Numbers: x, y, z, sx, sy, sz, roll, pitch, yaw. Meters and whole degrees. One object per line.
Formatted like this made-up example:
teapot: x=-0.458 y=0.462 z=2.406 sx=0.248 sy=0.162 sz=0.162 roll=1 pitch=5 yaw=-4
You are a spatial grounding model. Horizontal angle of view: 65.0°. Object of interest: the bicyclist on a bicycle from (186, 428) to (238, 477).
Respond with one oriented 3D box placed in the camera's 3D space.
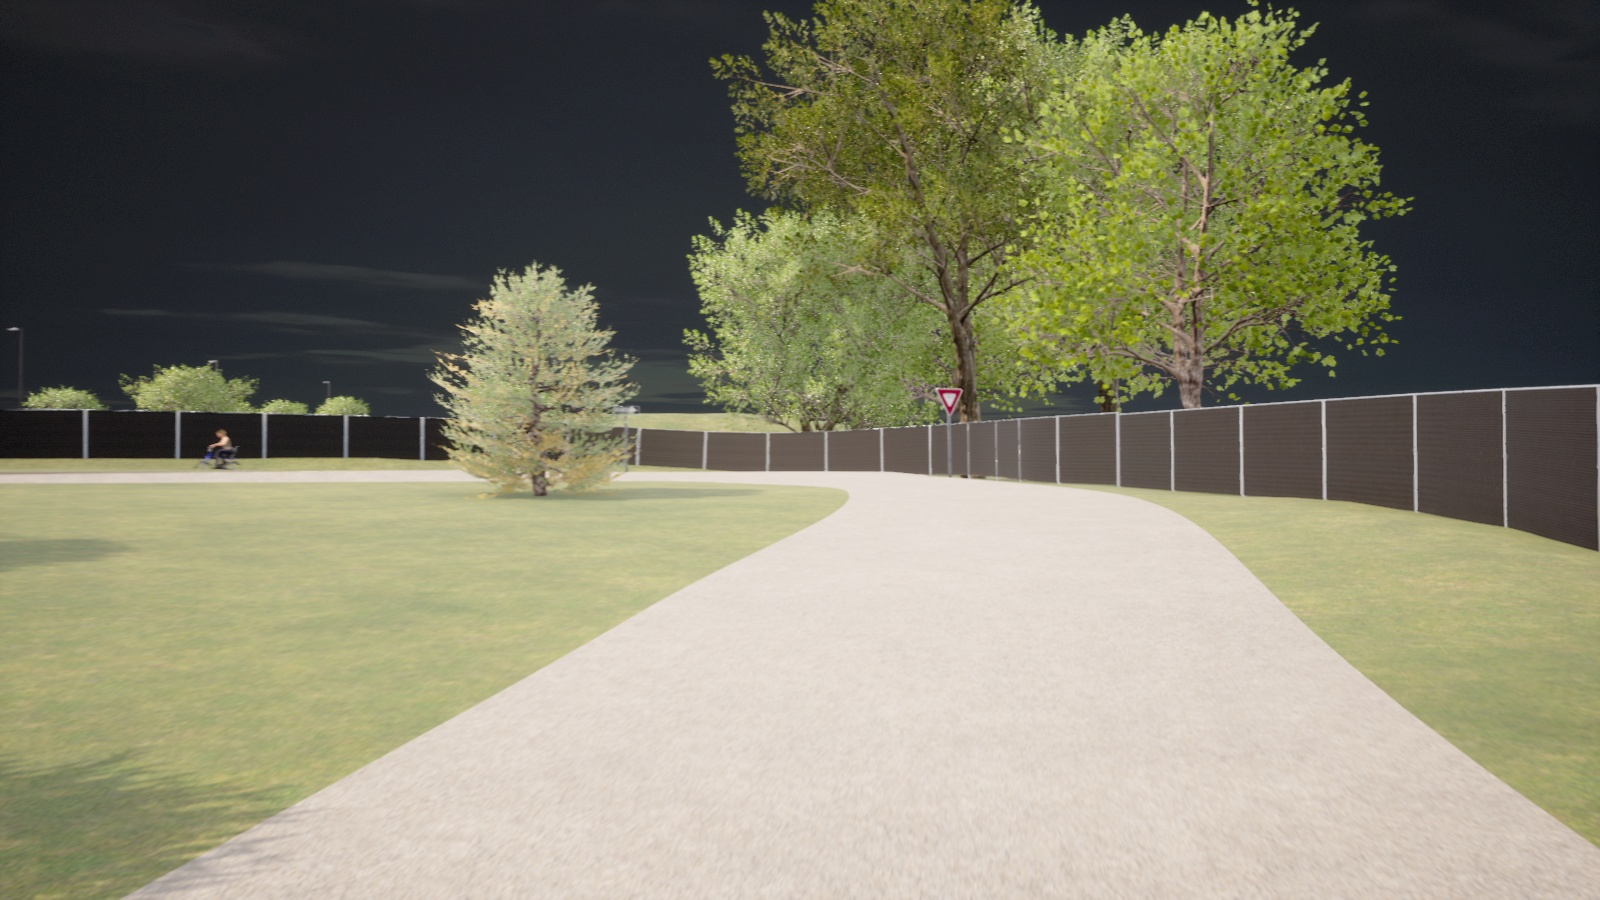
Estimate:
bicyclist on a bicycle: x=-19.996 y=0.095 z=42.684 sx=1.509 sy=1.612 sz=0.866 roll=1 pitch=-2 yaw=-29
